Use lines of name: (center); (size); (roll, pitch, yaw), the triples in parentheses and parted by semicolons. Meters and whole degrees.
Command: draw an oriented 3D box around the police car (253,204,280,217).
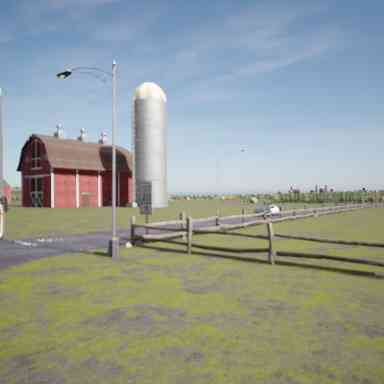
police car: (9.227, 2.258, 41.061); (2.038, 1.542, 4.974); (-1, -1, 35)
